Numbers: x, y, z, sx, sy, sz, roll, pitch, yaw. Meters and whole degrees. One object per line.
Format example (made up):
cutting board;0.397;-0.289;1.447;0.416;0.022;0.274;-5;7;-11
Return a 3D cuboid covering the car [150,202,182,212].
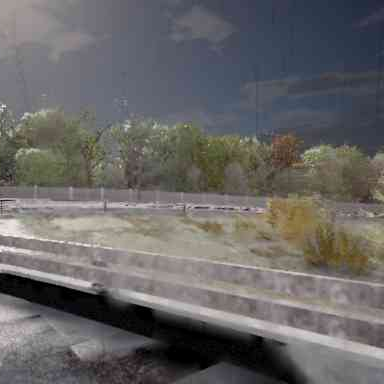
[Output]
car;-3.987;2.114;48.682;5.357;1.411;2.033;3;-1;-29
